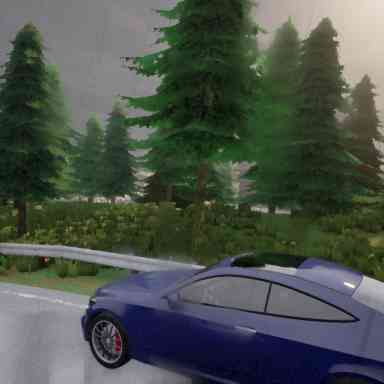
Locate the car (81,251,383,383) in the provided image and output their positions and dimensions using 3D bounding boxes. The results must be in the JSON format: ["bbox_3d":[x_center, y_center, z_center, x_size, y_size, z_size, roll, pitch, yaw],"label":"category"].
[{"bbox_3d":[0.726,1.500,4.117,4.674,1.442,1.812,1,1,31],"label":"car"}]
